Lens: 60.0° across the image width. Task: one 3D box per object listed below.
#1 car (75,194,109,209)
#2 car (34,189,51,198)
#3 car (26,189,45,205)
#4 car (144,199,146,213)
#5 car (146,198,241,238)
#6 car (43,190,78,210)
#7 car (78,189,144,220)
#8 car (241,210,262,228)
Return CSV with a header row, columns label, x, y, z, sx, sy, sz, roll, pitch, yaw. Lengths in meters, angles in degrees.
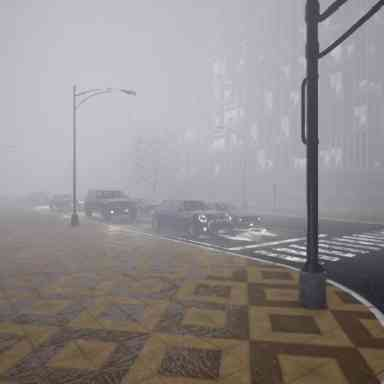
label,x,y,z,sx,sy,sz,roll,pitch,yaw
car,-10.603,0.945,35.101,1.994,1.385,4.181,0,1,-38
car,-28.616,0.236,63.588,1.882,1.535,5.008,0,1,-38
car,-18.740,0.710,40.255,2.128,1.511,4.902,0,1,-37
car,-4.394,1.166,27.207,1.895,1.301,4.718,0,1,-38
car,-0.074,1.124,16.496,2.097,1.767,4.553,0,1,-38
car,-12.367,0.900,32.082,2.128,1.511,4.902,0,1,-38
car,-5.979,0.819,23.968,2.150,2.045,5.566,0,1,-38
car,1.586,1.289,19.691,2.033,1.411,5.357,0,1,-36
